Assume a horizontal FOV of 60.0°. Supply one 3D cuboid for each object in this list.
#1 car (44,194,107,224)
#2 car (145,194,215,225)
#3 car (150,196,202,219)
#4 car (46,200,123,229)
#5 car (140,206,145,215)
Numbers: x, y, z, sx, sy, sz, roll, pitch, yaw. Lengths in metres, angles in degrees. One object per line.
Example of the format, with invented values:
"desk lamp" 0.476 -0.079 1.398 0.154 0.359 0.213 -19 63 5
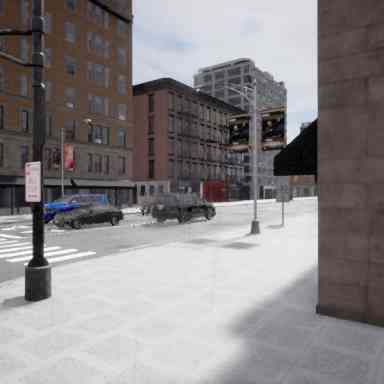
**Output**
"car" -8.507 1.166 24.091 2.150 2.045 5.566 0 0 35
"car" -0.493 1.136 23.827 2.150 2.045 5.566 0 0 35
"car" -1.290 1.256 28.678 2.097 1.767 4.553 0 0 35
"car" -6.507 1.468 21.285 1.812 1.442 4.674 0 0 37
"car" -2.899 1.429 32.041 1.812 1.442 4.674 0 0 35
